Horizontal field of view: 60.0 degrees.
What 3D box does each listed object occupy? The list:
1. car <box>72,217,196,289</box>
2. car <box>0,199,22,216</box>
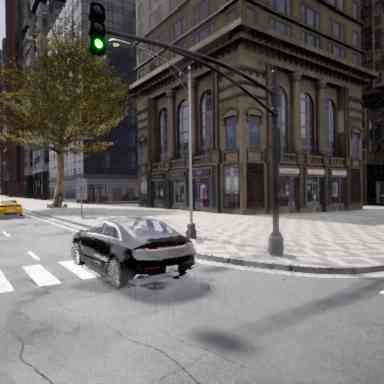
[{"bbox_3d":[-1.850,1.444,9.219,2.128,1.511,4.902,-1,1,-36],"label":"car"},{"bbox_3d":[-16.489,1.365,29.657,1.882,1.535,5.008,-1,1,-36],"label":"car"}]
